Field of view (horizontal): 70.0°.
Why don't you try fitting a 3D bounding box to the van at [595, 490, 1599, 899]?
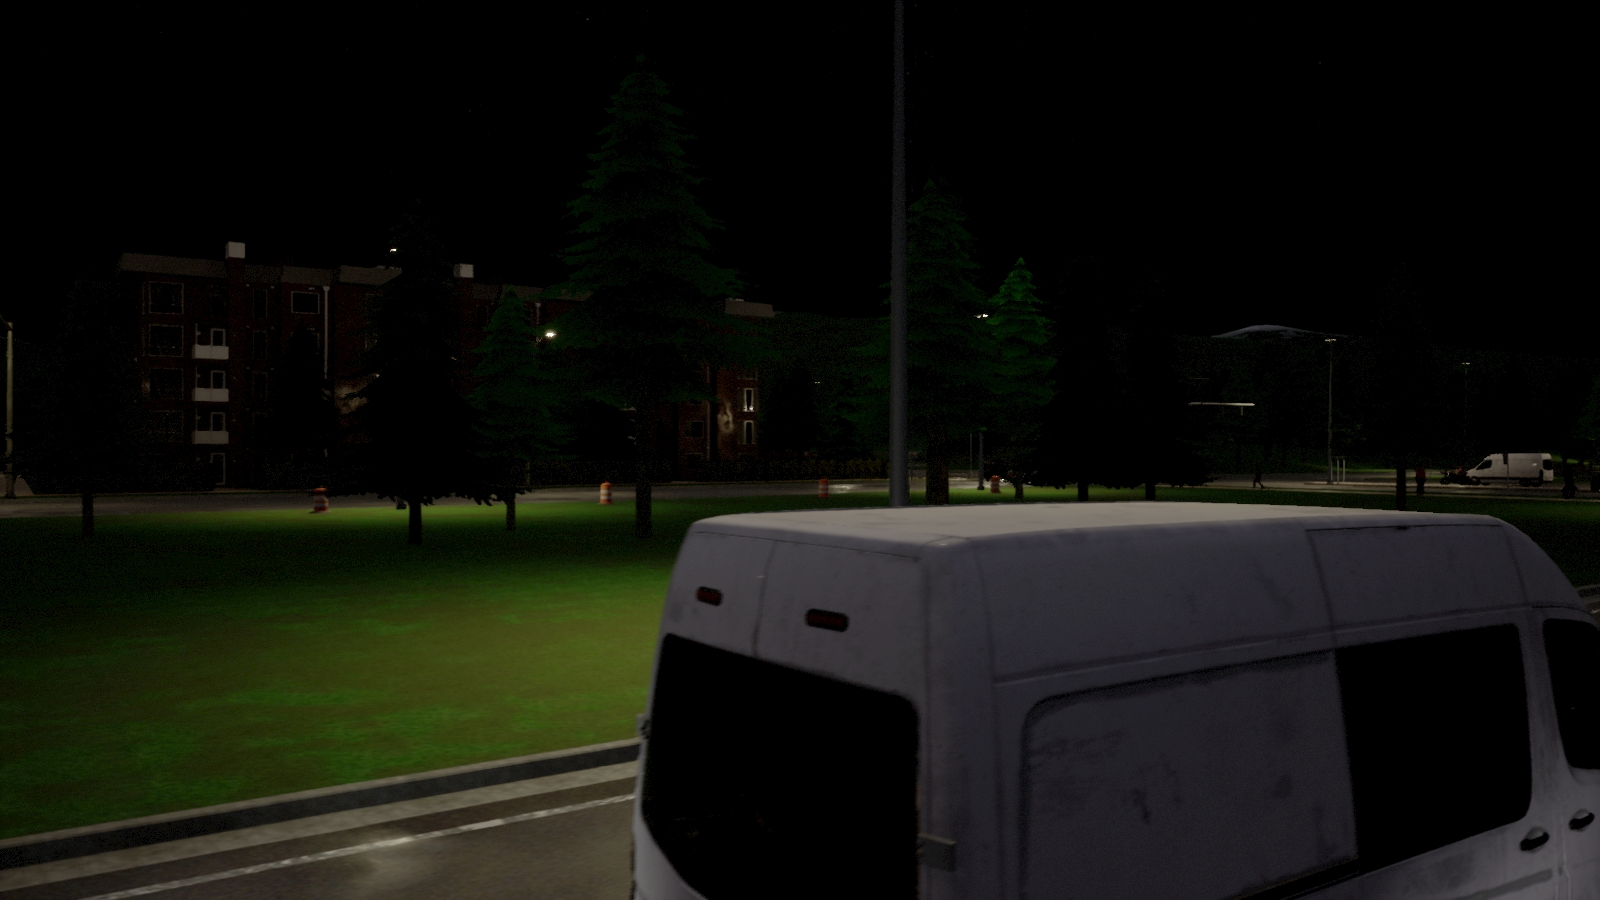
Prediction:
[{"bbox_3d":[2.197,1.533,5.328,5.915,2.561,1.988,1,0,-35],"label":"van"}]
